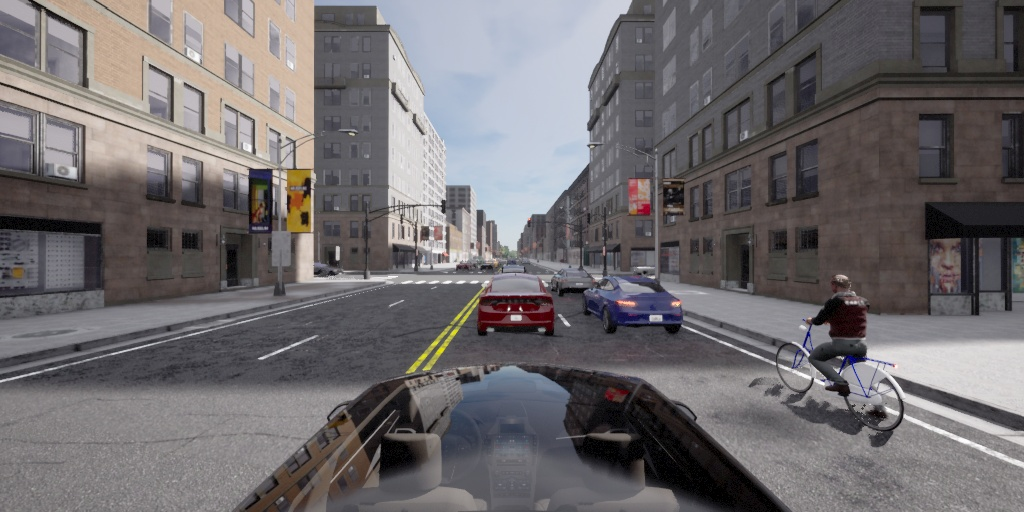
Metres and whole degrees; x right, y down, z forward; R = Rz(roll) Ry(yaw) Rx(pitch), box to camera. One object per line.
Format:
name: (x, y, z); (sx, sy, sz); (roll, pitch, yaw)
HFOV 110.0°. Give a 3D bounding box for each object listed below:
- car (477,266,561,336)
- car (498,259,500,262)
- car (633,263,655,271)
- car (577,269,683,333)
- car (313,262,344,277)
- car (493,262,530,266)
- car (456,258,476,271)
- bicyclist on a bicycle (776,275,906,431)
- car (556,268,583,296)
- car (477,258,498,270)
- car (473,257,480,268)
car: (0.093, 1.229, 10.463); (1.882, 1.535, 5.008); (0, 0, 0)
car: (-3.393, 1.247, 59.819); (1.882, 1.535, 5.008); (0, 0, 0)
car: (15.015, 1.411, 37.186); (4.718, 1.301, 1.895); (0, 0, 1)
car: (3.338, 1.277, 10.603); (1.812, 1.442, 4.674); (0, 0, 0)
car: (-19.099, 1.283, 34.328); (5.357, 1.411, 2.033); (0, 0, 0)
car: (0.082, 1.259, 19.946); (1.837, 1.490, 4.892); (0, 0, 0)
car: (-6.654, 1.368, 50.376); (1.895, 1.301, 4.718); (0, 0, 0)
bicyclist on a bicycle: (4.143, 1.121, 4.717); (0.659, 1.776, 1.843); (0, 0, 0)
car: (3.233, 1.318, 19.202); (1.994, 1.385, 4.181); (0, 0, 0)
car: (-3.394, 1.368, 50.427); (1.895, 1.301, 4.718); (0, 0, 0)
car: (-6.646, 1.275, 59.478); (1.837, 1.490, 4.892); (0, 0, 0)
